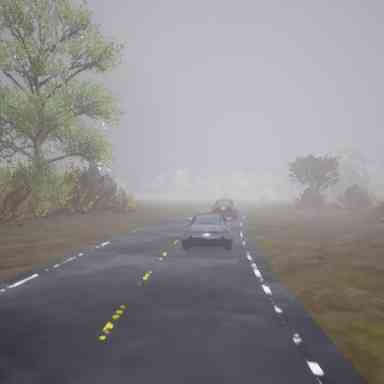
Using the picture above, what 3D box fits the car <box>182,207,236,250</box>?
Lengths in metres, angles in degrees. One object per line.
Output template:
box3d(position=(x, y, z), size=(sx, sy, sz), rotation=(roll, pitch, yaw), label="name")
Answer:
box3d(position=(0.748, 1.577, 14.473), size=(1.994, 1.385, 4.181), rotation=(0, 0, 6), label="car")

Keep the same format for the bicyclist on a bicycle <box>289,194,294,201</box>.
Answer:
box3d(position=(26.358, 1.551, 89.602), size=(0.582, 1.620, 1.656), rotation=(0, 0, 23), label="bicyclist on a bicycle")

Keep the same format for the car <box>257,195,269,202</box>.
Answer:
box3d(position=(16.121, 1.422, 75.261), size=(2.097, 1.767, 4.553), rotation=(0, 0, 23), label="car")

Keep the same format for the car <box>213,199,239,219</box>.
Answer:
box3d(position=(2.981, 1.383, 29.118), size=(2.097, 1.767, 4.553), rotation=(0, 0, 12), label="car")
